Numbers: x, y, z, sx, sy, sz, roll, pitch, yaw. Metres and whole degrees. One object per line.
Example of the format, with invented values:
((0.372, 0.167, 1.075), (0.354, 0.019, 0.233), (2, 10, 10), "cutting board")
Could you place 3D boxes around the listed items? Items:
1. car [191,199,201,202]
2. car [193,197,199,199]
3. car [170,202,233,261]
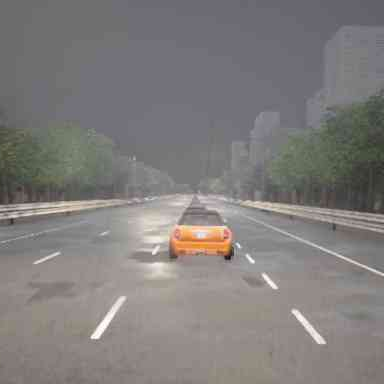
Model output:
((0.497, 1.711, 30.554), (1.882, 1.535, 5.008), (1, 0, 1), "car")
((0.785, 2.085, 61.663), (1.994, 1.385, 4.181), (1, -1, 1), "car")
((0.329, 1.448, 12.885), (2.097, 1.767, 4.553), (1, 0, 1), "car")
